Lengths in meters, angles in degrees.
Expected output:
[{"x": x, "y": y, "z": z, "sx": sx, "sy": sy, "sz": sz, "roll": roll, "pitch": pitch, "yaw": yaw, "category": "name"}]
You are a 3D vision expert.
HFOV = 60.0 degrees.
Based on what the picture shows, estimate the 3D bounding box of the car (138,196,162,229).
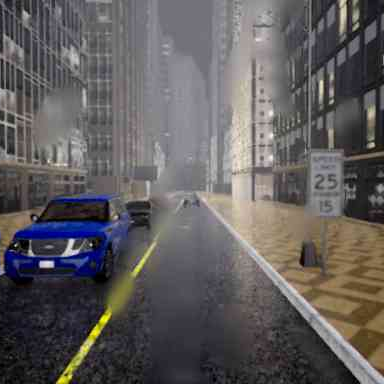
[{"x": -3.115, "y": 1.227, "z": 19.696, "sx": 1.882, "sy": 1.535, "sz": 5.008, "roll": 0, "pitch": 1, "yaw": 0, "category": "car"}]

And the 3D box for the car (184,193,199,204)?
[{"x": -0.051, "y": 0.890, "z": 49.488, "sx": 2.033, "sy": 1.411, "sz": 5.357, "roll": 0, "pitch": 1, "yaw": 0, "category": "car"}]

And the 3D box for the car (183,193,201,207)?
[{"x": -0.041, "y": 0.972, "z": 39.071, "sx": 2.128, "sy": 1.511, "sz": 4.902, "roll": 0, "pitch": 1, "yaw": 0, "category": "car"}]

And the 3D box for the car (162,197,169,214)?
[{"x": -3.113, "y": 1.137, "z": 29.778, "sx": 1.812, "sy": 1.442, "sz": 4.674, "roll": 0, "pitch": 1, "yaw": 0, "category": "car"}]

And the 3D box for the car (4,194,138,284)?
[{"x": -3.111, "y": 1.111, "z": 9.655, "sx": 2.150, "sy": 2.045, "sz": 5.566, "roll": 0, "pitch": 1, "yaw": -2, "category": "car"}]
